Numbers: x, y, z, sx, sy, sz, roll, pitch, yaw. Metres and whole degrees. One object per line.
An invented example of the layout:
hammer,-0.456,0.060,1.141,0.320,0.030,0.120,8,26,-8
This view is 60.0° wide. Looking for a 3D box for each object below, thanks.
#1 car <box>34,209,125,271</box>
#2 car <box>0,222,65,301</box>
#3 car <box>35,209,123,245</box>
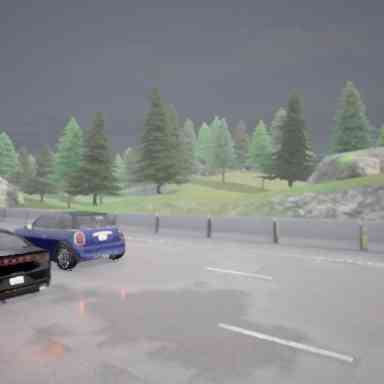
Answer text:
car,-4.466,1.433,11.480,4.553,1.767,2.097,-1,0,36
car,-5.334,1.542,7.794,5.008,1.535,1.882,0,0,36
car,-5.768,1.653,16.731,4.674,1.442,1.812,-1,-1,36
